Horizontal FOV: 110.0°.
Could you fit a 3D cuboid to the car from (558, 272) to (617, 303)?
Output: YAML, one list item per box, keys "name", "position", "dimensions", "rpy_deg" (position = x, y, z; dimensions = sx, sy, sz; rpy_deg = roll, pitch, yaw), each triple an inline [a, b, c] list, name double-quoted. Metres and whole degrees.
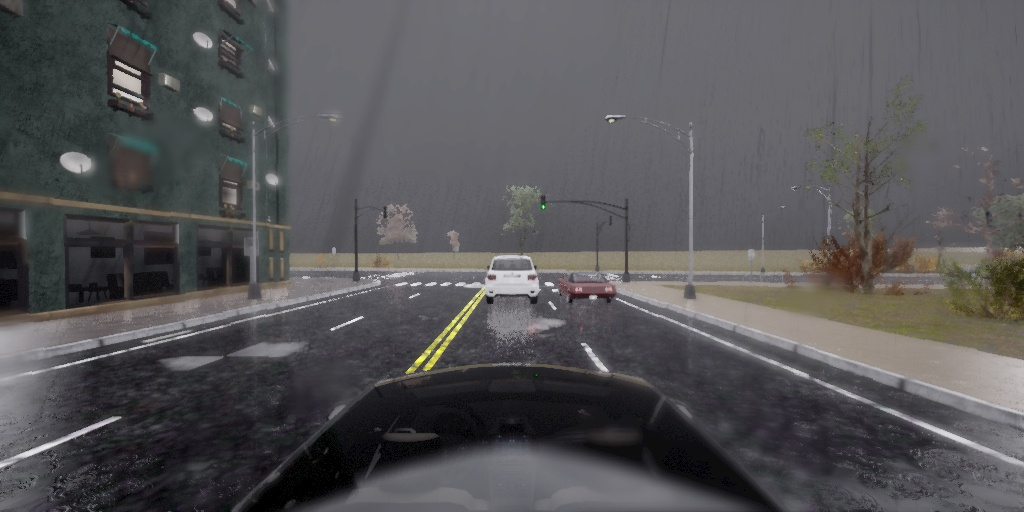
- name: "car"
  position: [3.250, 1.362, 16.530]
  dimensions: [1.895, 1.301, 4.718]
  rpy_deg: [0, 0, 0]

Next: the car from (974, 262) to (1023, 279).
- name: "car"
  position: [50.884, 1.522, 35.949]
  dimensions: [5.566, 2.045, 2.150]
  rpy_deg: [0, 1, 1]

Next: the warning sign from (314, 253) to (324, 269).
- name: "warning sign"
  position: [-23.468, 0.583, 43.935]
  dimensions: [1.060, 1.860, 1.300]
  rpy_deg: [0, 0, 1]

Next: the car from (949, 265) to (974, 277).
- name: "car"
  position: [50.995, 1.726, 39.199]
  dimensions: [4.892, 1.490, 1.837]
  rpy_deg: [1, 1, 1]

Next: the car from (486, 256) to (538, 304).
- name: "car"
  position: [0.000, 1.003, 16.530]
  dimensions: [2.150, 2.045, 5.566]
  rpy_deg: [0, 0, 0]
